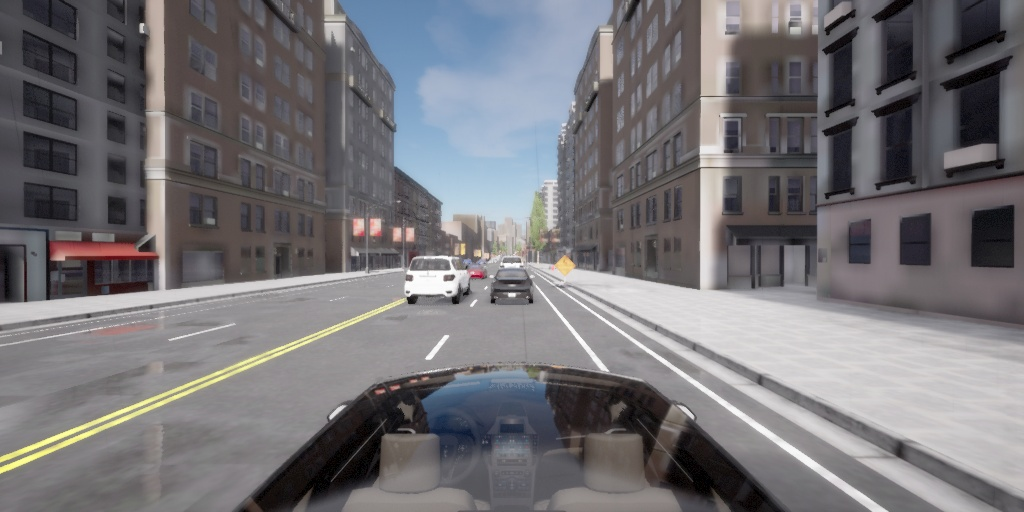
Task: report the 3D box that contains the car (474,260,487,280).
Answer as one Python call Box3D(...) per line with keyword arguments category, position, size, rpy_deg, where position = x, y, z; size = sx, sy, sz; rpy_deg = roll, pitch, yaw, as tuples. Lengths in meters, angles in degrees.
Box3D(category="car", position=(-3.250, 1.342, 31.502), size=(1.994, 1.385, 4.181), rpy_deg=(0, 0, 0))

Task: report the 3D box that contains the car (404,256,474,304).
Box3D(category="car", position=(-3.250, 1.015, 16.531), size=(2.150, 2.045, 5.566), rpy_deg=(0, 0, 0))

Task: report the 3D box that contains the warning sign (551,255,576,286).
Box3D(category="warning sign", position=(3.225, 0.875, 21.884), size=(1.300, 1.860, 1.060), rpy_deg=(0, 0, 0))

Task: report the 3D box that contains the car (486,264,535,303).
Box3D(category="car", position=(0.000, 1.273, 16.501), size=(1.837, 1.490, 4.892), rpy_deg=(0, 0, 0))

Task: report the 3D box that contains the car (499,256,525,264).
Box3D(category="car", position=(0.000, 1.028, 31.532), size=(2.150, 2.045, 5.566), rpy_deg=(0, 0, 0))
